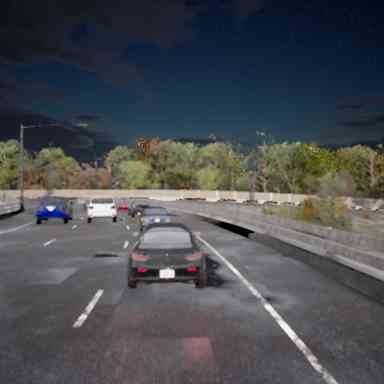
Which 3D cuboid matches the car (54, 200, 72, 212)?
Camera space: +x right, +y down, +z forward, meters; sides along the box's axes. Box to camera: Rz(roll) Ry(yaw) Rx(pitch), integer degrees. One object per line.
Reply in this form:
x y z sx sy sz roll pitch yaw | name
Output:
-16.549 1.747 42.526 1.895 1.301 4.718 0 0 -23 | car

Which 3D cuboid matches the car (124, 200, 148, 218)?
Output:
-5.053 1.604 31.806 1.837 1.490 4.892 0 -1 -17 | car

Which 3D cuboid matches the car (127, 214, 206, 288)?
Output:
-0.694 1.555 9.223 1.812 1.442 4.674 0 0 -4 | car

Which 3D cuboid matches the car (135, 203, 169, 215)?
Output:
-2.326 1.611 20.615 2.033 1.411 5.357 0 0 -10 | car

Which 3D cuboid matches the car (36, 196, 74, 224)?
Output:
-10.572 1.312 25.876 2.150 2.045 5.566 0 0 -15 | car

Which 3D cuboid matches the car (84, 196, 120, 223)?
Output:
-7.261 1.311 27.010 2.150 2.045 5.566 0 0 -15 | car

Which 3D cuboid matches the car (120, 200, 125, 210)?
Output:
-9.223 1.703 43.176 1.994 1.385 4.181 0 0 -23 | car
